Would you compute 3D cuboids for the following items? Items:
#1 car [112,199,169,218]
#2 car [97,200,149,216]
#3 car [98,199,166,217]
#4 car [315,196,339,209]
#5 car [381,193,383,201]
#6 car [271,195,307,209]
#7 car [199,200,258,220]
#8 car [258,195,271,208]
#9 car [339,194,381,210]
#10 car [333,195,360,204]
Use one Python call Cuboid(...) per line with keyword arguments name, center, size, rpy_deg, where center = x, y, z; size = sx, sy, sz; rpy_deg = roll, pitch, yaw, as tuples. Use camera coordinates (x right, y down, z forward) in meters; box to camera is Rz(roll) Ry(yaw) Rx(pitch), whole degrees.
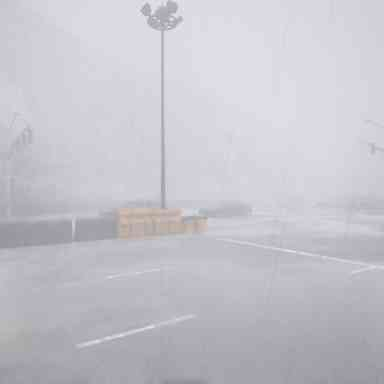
Cuboid(name="car", center=(-4.714, 1.467, 30.752), size=(4.892, 1.490, 1.837), rpy_deg=(0, 0, -36))
Cuboid(name="car", center=(-6.914, 1.564, 33.481), size=(4.718, 1.301, 1.895), rpy_deg=(0, 0, -36))
Cuboid(name="car", center=(-4.866, 1.451, 26.338), size=(5.008, 1.535, 1.882), rpy_deg=(0, 0, -36))
Cuboid(name="car", center=(17.747, 1.329, 42.530), size=(5.008, 1.535, 1.882), rpy_deg=(0, 0, -36))
Cuboid(name="car", center=(29.216, 1.130, 55.006), size=(4.553, 1.767, 2.097), rpy_deg=(0, 0, -35))
Cuboid(name="car", center=(12.962, 1.372, 43.409), size=(4.892, 1.490, 1.837), rpy_deg=(0, 0, -36))
Cuboid(name="car", center=(2.828, 1.423, 27.543), size=(5.008, 1.535, 1.882), rpy_deg=(0, 0, -36))
Cuboid(name="car", center=(11.025, 1.218, 46.326), size=(4.553, 1.767, 2.097), rpy_deg=(0, 0, -36))
Cuboid(name="car", center=(20.198, 1.201, 39.980), size=(4.553, 1.767, 2.097), rpy_deg=(0, 0, -36))
Cuboid(name="car", center=(26.716, 1.273, 57.515), size=(4.902, 1.511, 2.128), rpy_deg=(0, 0, -35))
